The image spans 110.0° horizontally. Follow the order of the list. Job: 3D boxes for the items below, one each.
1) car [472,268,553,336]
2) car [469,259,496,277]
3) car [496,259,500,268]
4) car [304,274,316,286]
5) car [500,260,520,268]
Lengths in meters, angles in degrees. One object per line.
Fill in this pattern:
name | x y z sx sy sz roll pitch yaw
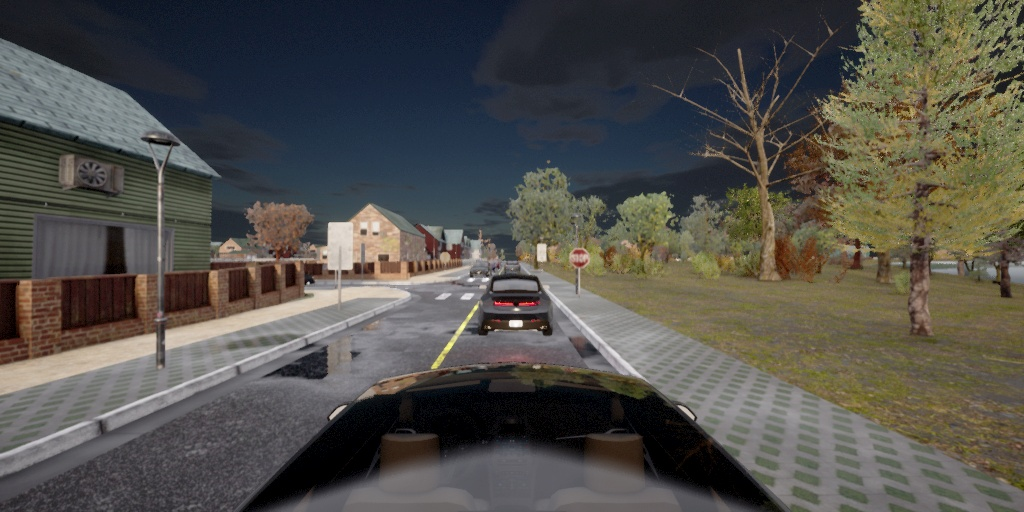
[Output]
car | 0.079 1.254 10.378 1.837 1.490 4.892 0 0 0
car | -2.962 1.276 35.135 1.837 1.490 4.892 0 0 2
car | -2.905 1.390 45.513 1.895 1.301 4.718 0 0 0
car | -15.274 1.299 22.320 5.357 1.411 2.033 0 -1 2
car | 0.040 1.275 42.848 2.128 1.511 4.902 0 0 0
